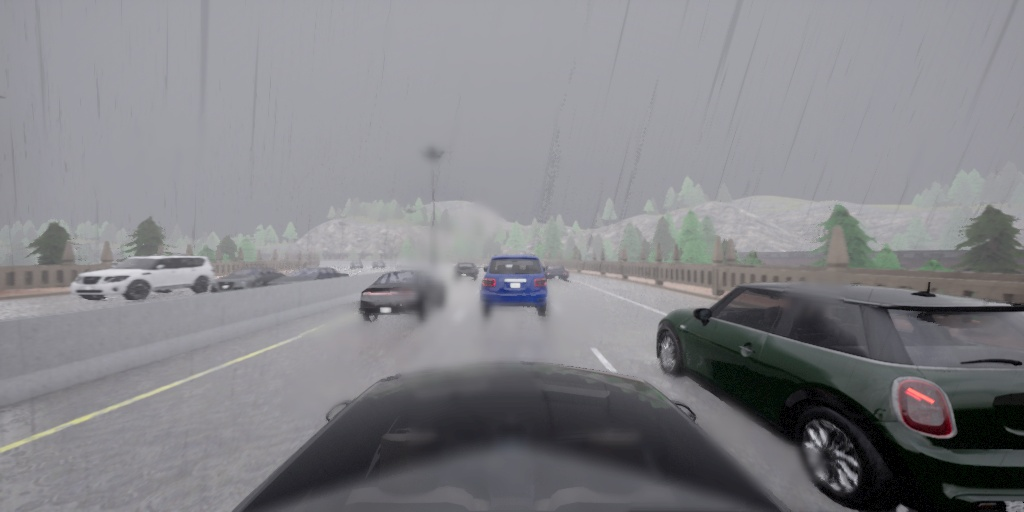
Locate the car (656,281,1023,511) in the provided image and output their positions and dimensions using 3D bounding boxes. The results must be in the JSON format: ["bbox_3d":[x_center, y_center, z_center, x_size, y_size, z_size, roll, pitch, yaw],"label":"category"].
[{"bbox_3d":[3.599,1.102,4.517,2.097,1.767,4.553,0,0,0],"label":"car"}]

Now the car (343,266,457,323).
[{"bbox_3d":[-3.401,1.245,12.070,2.128,1.511,4.902,0,0,0],"label":"car"}]

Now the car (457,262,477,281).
[{"bbox_3d":[-3.791,1.285,30.301,1.837,1.490,4.892,0,0,-4],"label":"car"}]

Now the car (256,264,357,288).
[{"bbox_3d":[-10.619,1.310,19.144,2.033,1.411,5.357,0,0,0],"label":"car"}]

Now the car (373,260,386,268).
[{"bbox_3d":[-22.572,1.417,60.975,2.128,1.511,4.902,0,0,-24],"label":"car"}]

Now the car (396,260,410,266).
[{"bbox_3d":[-17.675,1.420,58.392,1.812,1.442,4.674,0,0,-22],"label":"car"}]

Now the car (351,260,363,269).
[{"bbox_3d":[-25.488,1.417,58.966,2.128,1.511,4.902,0,0,-24],"label":"car"}]

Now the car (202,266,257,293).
[{"bbox_3d":[-14.158,1.327,19.720,1.994,1.385,4.181,0,0,-1],"label":"car"}]

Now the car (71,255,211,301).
[{"bbox_3d":[-17.616,0.983,17.671,2.150,2.045,5.566,0,0,0],"label":"car"}]

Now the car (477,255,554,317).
[{"bbox_3d":[0.100,0.976,13.391,2.150,2.045,5.566,0,0,0],"label":"car"}]

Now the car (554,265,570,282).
[{"bbox_3d":[3.303,1.376,29.210,1.895,1.301,4.718,0,0,-3],"label":"car"}]
